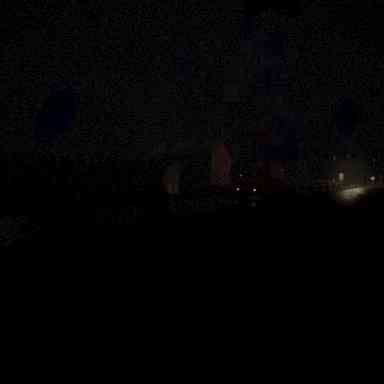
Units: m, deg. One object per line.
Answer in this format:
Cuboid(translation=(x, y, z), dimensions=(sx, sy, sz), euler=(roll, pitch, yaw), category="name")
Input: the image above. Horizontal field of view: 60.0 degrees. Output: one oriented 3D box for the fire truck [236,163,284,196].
Cuboid(translation=(8.690, -1.596, 41.628), dimensions=(2.891, 3.827, 8.468), euler=(4, 4, 36), category="fire truck")
